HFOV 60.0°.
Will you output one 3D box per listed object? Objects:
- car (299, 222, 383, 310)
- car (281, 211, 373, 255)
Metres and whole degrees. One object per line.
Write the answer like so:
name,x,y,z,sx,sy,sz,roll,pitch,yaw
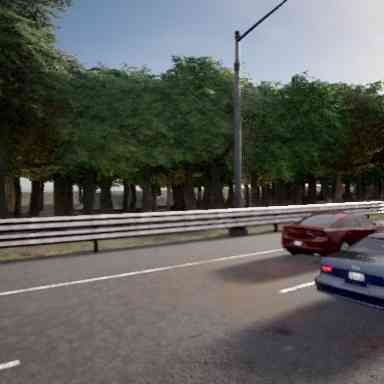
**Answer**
car,4.950,1.522,7.317,5.357,1.411,2.033,0,0,-35
car,5.342,1.434,11.876,5.008,1.535,1.882,0,0,-35
